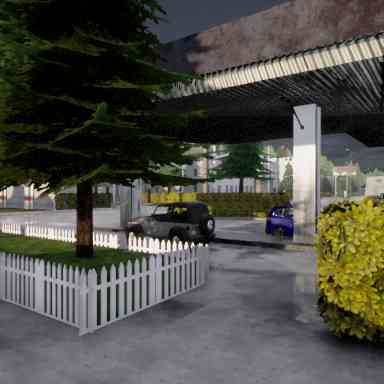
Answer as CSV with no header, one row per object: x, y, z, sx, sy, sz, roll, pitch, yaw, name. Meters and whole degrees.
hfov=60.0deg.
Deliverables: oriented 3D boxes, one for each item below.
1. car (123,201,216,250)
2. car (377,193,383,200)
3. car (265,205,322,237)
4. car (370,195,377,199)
-0.905,1.313,13.783,3.866,1.878,1.905,0,0,35,car
25.852,1.077,43.466,1.905,1.878,3.866,0,0,35,car
5.896,1.480,15.932,4.611,1.667,2.242,0,0,35,car
33.116,1.298,60.206,2.007,1.523,4.514,0,0,35,car
